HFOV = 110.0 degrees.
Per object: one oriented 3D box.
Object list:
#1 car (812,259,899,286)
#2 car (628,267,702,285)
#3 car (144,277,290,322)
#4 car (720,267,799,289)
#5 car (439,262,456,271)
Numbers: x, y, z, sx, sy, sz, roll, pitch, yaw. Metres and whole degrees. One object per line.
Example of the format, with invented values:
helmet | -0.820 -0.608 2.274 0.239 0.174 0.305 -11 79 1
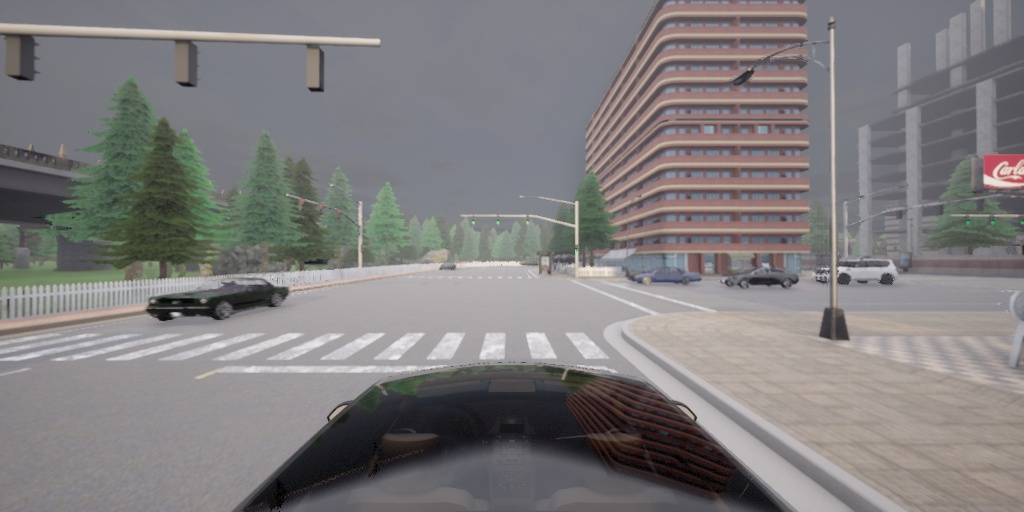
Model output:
car | 27.225 1.266 28.530 5.566 2.045 2.150 0 0 1
car | 12.190 1.587 28.736 5.357 1.411 2.033 0 0 2
car | -10.191 1.458 12.933 1.895 1.301 4.718 0 -1 -4
car | 17.286 1.501 25.158 4.902 1.511 2.128 0 0 1
car | -10.676 1.771 59.536 1.882 1.535 5.008 0 1 5
